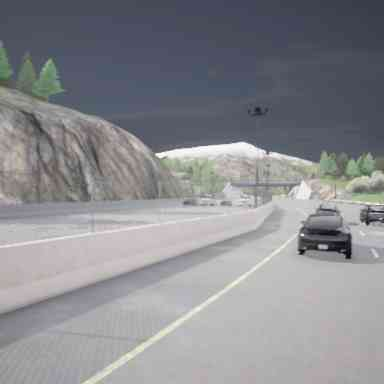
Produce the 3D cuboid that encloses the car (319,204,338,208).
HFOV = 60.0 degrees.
[{"bbox_3d":[11.397,1.771,27.894,2.128,1.511,4.902,0,0,20],"label":"car"}]

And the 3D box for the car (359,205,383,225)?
[{"bbox_3d":[14.666,1.795,26.646,2.128,1.511,4.902,0,0,20],"label":"car"}]

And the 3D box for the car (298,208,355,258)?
[{"bbox_3d":[5.526,1.642,13.665,1.837,1.490,4.892,0,0,25],"label":"car"}]
